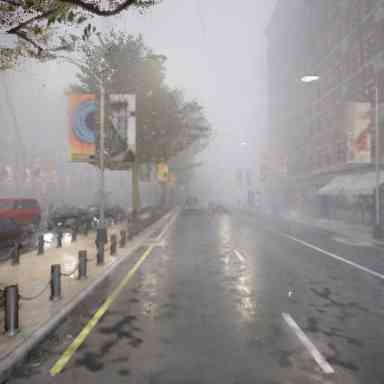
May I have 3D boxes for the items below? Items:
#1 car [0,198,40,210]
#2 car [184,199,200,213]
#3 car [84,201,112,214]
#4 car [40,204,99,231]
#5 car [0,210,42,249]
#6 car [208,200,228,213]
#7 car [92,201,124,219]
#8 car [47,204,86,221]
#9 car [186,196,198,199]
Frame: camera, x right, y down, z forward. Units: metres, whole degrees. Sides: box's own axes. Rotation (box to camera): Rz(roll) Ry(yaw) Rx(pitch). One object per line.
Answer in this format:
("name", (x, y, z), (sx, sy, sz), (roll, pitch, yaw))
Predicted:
("car", (-11.537, 1.414, 20.973), (2.150, 2.045, 5.566), (0, -1, 1))
("car", (0.002, 1.934, 42.249), (2.033, 1.411, 5.357), (0, -1, 0))
("car", (-11.498, 1.867, 41.087), (2.128, 1.511, 4.902), (0, -1, 0))
("car", (-8.028, 1.768, 22.192), (1.994, 1.385, 4.181), (0, -1, 1))
("car", (-8.087, 1.667, 12.957), (2.033, 1.411, 5.357), (0, -1, 0))
("car", (3.502, 1.998, 43.426), (1.895, 1.301, 4.718), (0, -1, 0))
("car", (-7.998, 1.848, 32.814), (2.033, 1.411, 5.357), (0, -1, 0))
("car", (-11.498, 1.847, 30.853), (1.994, 1.385, 4.181), (0, -1, 0))
("car", (0.003, 1.701, 52.493), (2.150, 2.045, 5.566), (0, -1, 0))
